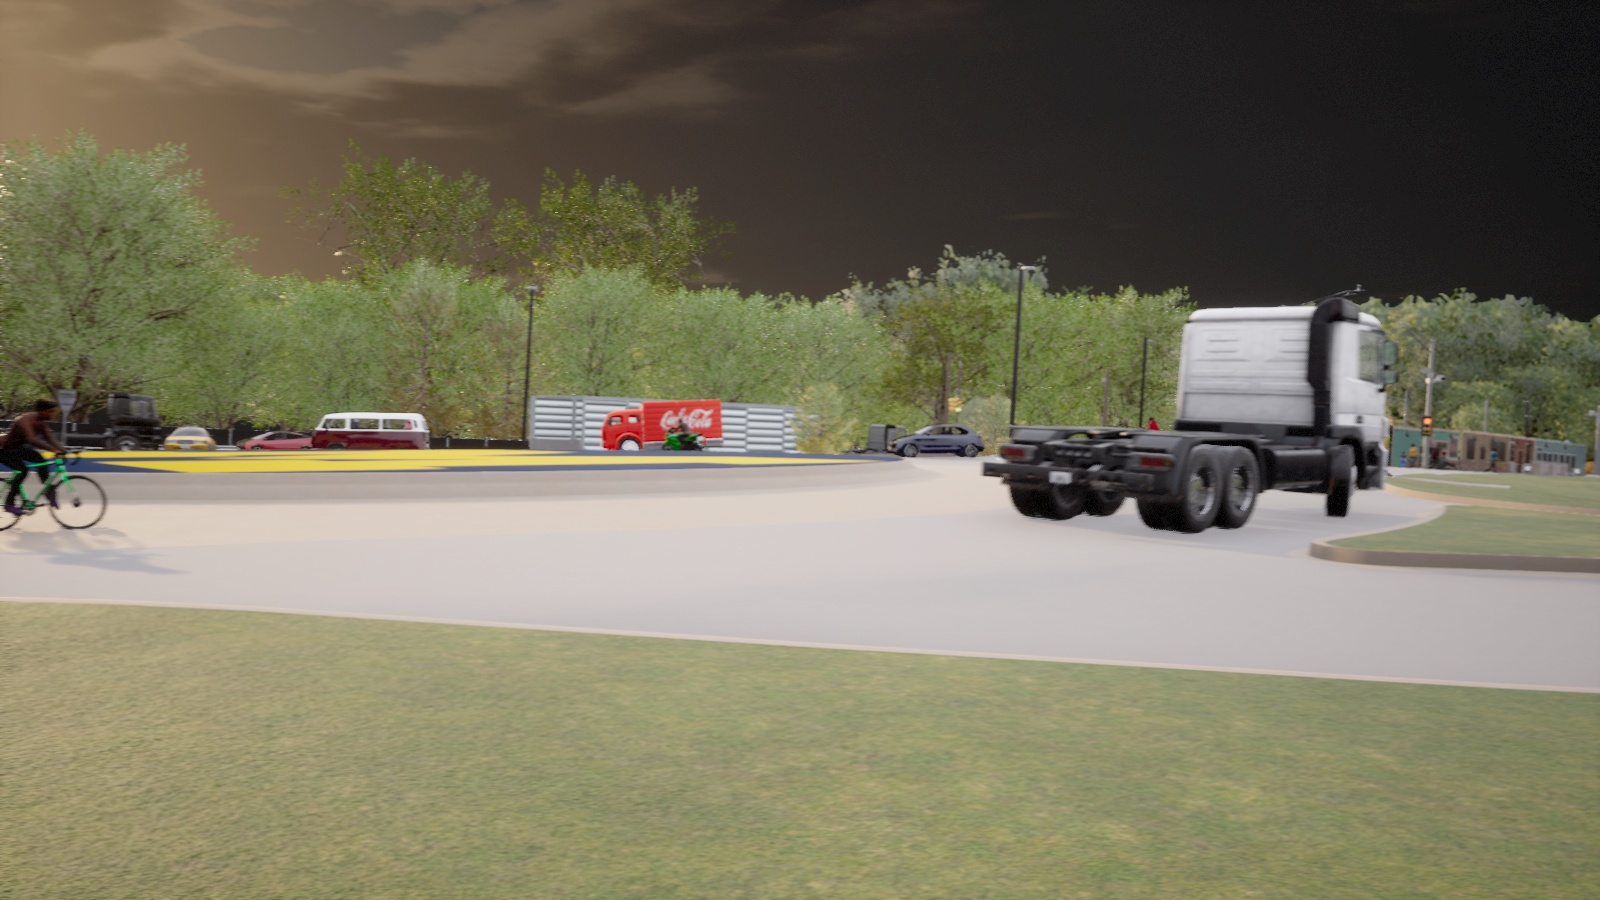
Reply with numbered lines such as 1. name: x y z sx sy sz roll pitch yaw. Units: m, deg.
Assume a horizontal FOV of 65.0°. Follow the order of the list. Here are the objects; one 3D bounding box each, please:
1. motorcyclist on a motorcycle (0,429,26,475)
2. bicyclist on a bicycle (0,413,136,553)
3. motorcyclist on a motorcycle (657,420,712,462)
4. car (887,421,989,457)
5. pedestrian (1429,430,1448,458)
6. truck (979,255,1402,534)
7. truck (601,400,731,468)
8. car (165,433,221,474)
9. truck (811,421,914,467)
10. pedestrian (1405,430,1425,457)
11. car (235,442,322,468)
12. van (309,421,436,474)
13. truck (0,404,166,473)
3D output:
1. motorcyclist on a motorcycle: -27.770 0.065 42.962 0.797 1.523 2.044 4 2 40
2. bicyclist on a bicycle: -9.205 0.396 15.444 1.656 1.620 0.582 -2 4 -3
3. motorcyclist on a motorcycle: -4.300 -0.339 46.710 2.044 1.523 0.797 1 0 38
4. car: 6.132 -0.502 56.102 4.193 1.474 1.816 -1 1 -8
5. pedestrian: 42.556 -0.378 83.734 0.634 1.844 0.899 2 0 -39
6. truck: 6.340 -0.833 19.456 2.891 3.462 7.936 3 4 44
7. truck: -5.864 -0.688 54.437 5.204 2.467 2.627 -4 -2 -12
8. car: -27.123 0.212 56.272 1.801 1.575 5.366 -1 -3 -21
9. truck: 4.945 -0.486 99.041 7.936 3.462 2.891 0 2 -35
10. pedestrian: 43.545 -0.463 88.940 0.900 1.855 0.874 2 0 -27
11. car: -31.668 0.285 76.297 4.514 1.525 2.007 0 2 -40
12. van: -17.021 -0.107 50.184 4.480 2.038 2.069 0 1 -8
13. truck: -38.045 -0.602 66.110 7.936 3.462 2.891 0 1 -36
